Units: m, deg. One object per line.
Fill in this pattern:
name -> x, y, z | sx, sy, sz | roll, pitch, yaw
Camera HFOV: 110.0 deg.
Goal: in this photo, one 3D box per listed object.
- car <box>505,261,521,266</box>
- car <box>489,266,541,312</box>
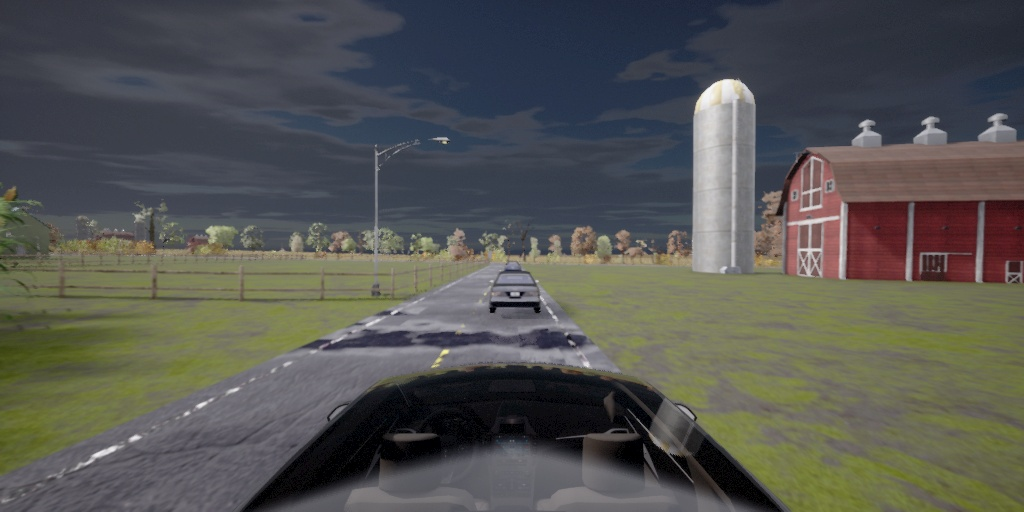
car -> 0.097, 1.252, 42.234 | 1.994, 1.385, 4.181 | 0, 0, 0
car -> 0.100, 1.275, 14.092 | 2.033, 1.411, 5.357 | 0, 0, 0
